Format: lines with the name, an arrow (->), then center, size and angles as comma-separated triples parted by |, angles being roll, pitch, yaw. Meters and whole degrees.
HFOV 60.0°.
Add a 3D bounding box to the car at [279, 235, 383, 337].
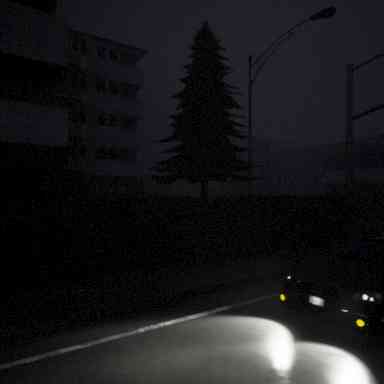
car -> 3.669, 1.593, 6.520 | 4.181, 1.385, 1.994 | 0, 0, -34
